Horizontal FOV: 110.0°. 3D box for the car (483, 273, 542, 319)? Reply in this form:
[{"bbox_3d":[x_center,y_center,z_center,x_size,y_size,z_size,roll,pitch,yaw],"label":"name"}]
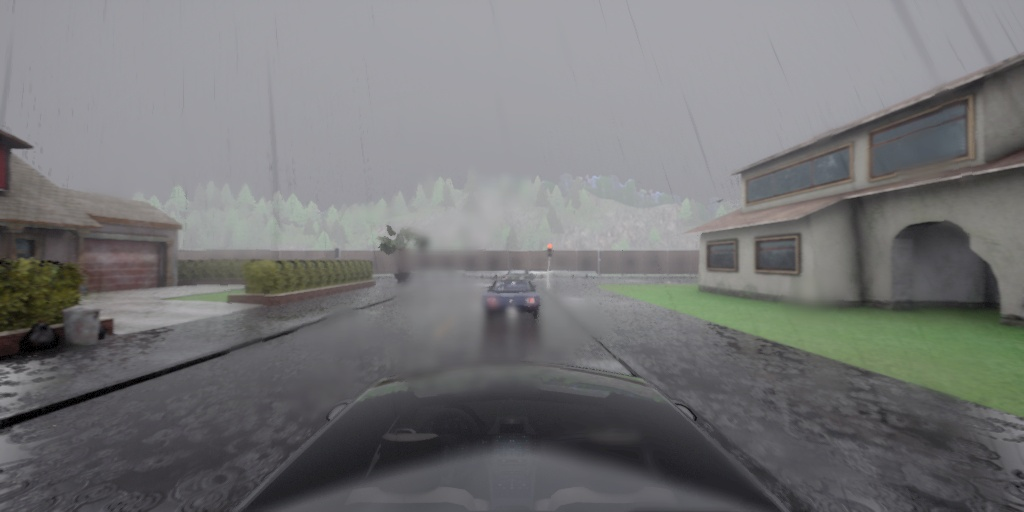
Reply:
[{"bbox_3d":[0.038,1.495,13.521,1.895,1.301,4.718,0,-1,1],"label":"car"}]

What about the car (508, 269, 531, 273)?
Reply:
[{"bbox_3d":[0.678,1.676,28.417,1.895,1.301,4.718,0,-1,11],"label":"car"}]
